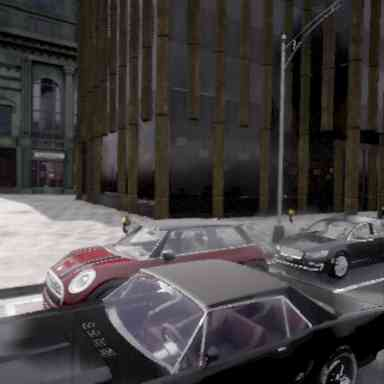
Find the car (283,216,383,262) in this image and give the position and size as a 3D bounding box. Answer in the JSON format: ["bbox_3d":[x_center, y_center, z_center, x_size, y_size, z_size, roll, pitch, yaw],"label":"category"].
[{"bbox_3d":[4.231,1.376,9.283,4.403,1.369,2.008,0,2,-33],"label":"car"}]

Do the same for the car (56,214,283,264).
[{"bbox_3d":[-0.541,1.255,6.221,4.097,1.590,1.967,0,2,-33],"label":"car"}]

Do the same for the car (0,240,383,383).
[{"bbox_3d":[-0.135,1.500,3.366,4.718,1.301,1.895,0,2,-32],"label":"car"}]
